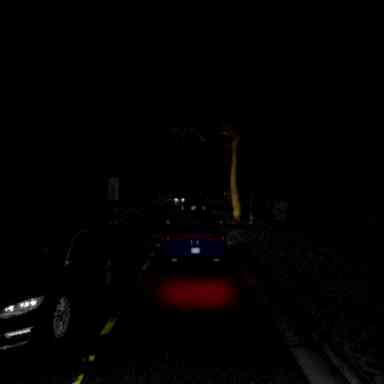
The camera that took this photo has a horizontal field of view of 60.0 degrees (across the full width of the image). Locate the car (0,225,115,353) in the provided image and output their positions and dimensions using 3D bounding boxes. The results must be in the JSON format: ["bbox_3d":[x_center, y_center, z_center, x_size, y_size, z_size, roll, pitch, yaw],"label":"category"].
[{"bbox_3d":[-2.849,1.463,6.466,2.128,1.511,4.902,0,0,0],"label":"car"}]

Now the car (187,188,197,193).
[{"bbox_3d":[0.006,0.259,83.538,2.150,2.045,5.566,0,1,0],"label":"car"}]

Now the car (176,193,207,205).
[{"bbox_3d":[0.093,1.187,26.471,2.097,1.767,4.553,0,1,0],"label":"car"}]

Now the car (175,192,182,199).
[{"bbox_3d":[-2.745,0.742,73.959,1.812,1.442,4.674,0,1,0],"label":"car"}]

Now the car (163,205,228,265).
[{"bbox_3d":[0.093,1.420,11.471,1.882,1.535,5.008,0,0,0],"label":"car"}]

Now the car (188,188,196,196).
[{"bbox_3d":[0.007,-0.106,93.954,2.150,2.045,5.566,0,1,0],"label":"car"}]
